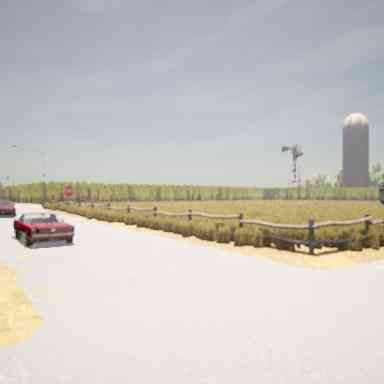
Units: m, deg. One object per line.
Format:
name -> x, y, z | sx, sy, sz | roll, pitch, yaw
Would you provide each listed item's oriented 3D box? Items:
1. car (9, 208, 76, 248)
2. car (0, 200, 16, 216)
car -> -6.855, 1.611, 15.215 | 1.895, 1.301, 4.718 | 0, 0, -35
car -> -16.866, 1.443, 29.455 | 1.882, 1.535, 5.008 | 0, 0, -35
